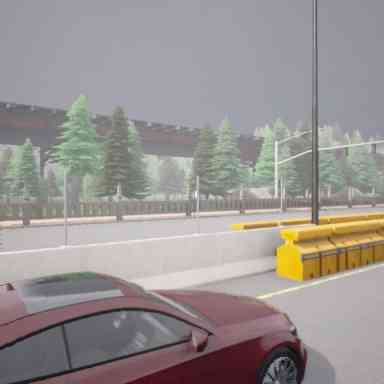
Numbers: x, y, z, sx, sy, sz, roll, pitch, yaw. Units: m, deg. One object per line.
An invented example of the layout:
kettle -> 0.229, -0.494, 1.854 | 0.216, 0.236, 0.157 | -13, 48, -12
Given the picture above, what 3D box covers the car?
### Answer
car -> -0.913, 1.526, 3.101 | 4.674, 1.442, 1.812 | 0, 0, -36
